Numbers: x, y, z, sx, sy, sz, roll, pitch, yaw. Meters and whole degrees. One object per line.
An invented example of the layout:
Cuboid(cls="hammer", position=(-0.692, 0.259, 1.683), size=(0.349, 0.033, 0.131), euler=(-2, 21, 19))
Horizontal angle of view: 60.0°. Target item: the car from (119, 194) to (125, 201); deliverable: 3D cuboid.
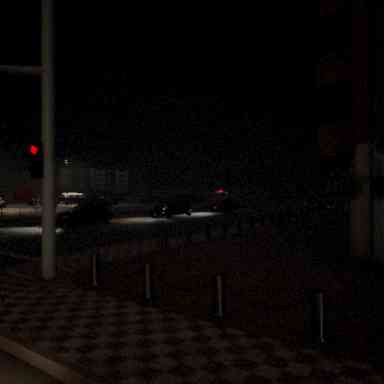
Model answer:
Cuboid(cls="car", position=(-17.701, 1.322, 78.603), size=(1.905, 1.878, 3.866), euler=(0, 0, 36))

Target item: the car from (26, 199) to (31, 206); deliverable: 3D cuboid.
Cuboid(cls="car", position=(-30.265, 1.541, 66.148), size=(1.784, 1.438, 3.905), euler=(0, 0, 36))

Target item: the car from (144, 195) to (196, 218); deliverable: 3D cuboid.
Cuboid(cls="car", position=(-2.006, 1.443, 31.945), size=(2.097, 1.767, 4.553), euler=(0, 0, 36))

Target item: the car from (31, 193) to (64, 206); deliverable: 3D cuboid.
Cuboid(cls="car", position=(-27.956, 1.324, 64.398), size=(1.932, 1.855, 4.605), euler=(0, 0, 36))

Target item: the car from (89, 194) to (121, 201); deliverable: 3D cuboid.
Cuboid(cls="car", position=(-14.214, 1.531, 54.564), size=(1.970, 1.475, 3.806), euler=(0, 0, 36))

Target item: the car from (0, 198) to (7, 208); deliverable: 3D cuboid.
Cuboid(cls="car", position=(-27.741, 1.547, 45.712), size=(1.970, 1.475, 3.806), euler=(0, 0, 36))

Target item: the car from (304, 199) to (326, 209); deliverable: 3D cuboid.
Cuboid(cls="car", position=(17.222, 1.670, 46.373), size=(1.895, 1.301, 4.718), euler=(0, 0, 36))

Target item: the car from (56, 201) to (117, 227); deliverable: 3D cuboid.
Cuboid(cls="car", position=(-7.770, 1.619, 23.890), size=(1.812, 1.442, 4.674), euler=(0, 0, 36))

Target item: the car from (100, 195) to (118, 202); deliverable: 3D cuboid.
Cuboid(cls="car", position=(-20.039, 1.567, 80.310), size=(1.970, 1.475, 3.806), euler=(0, 0, 36))

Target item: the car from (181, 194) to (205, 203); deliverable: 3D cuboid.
Cuboid(cls="car", position=(0.531, 1.273, 65.387), size=(1.932, 1.855, 4.605), euler=(0, 0, 36))

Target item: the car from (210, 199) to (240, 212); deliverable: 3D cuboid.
Cuboid(cls="car", position=(4.080, 1.579, 40.393), size=(2.128, 1.511, 4.902), euler=(0, 0, 36))
